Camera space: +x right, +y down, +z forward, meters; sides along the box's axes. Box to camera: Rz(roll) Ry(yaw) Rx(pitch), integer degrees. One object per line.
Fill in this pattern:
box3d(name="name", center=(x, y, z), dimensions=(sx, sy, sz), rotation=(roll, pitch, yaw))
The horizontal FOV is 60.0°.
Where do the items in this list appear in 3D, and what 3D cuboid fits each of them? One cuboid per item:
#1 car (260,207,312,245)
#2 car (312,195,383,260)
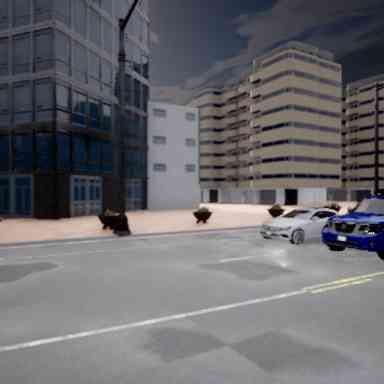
box3d(name="car", center=(5.220, 1.426, 14.964), dimensions=(4.674, 1.442, 1.812), rotation=(0, 0, -29))
box3d(name="car", center=(7.264, 1.136, 12.094), dimensions=(5.566, 2.045, 2.150), rotation=(0, 0, -29))
